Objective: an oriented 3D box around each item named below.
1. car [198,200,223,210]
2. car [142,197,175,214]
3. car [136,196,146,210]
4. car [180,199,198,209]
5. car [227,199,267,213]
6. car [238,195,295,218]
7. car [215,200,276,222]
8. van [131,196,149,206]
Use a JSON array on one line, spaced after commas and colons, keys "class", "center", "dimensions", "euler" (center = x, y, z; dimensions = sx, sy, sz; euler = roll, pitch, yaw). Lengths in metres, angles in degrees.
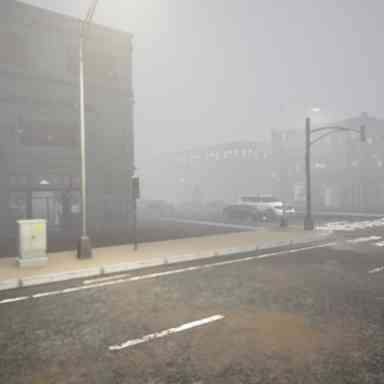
[{"class": "car", "center": [3.147, 1.659, 43.352], "dimensions": [1.802, 1.307, 4.206], "euler": [-2, 1, -35]}, {"class": "car", "center": [-3.685, 1.676, 38.494], "dimensions": [1.967, 1.590, 4.097], "euler": [-2, 1, -35]}, {"class": "car", "center": [-5.815, 1.746, 46.003], "dimensions": [1.882, 1.535, 5.008], "euler": [-1, 0, -35]}, {"class": "car", "center": [-0.059, 1.721, 47.863], "dimensions": [1.802, 1.307, 4.206], "euler": [-2, 1, -35]}, {"class": "car", "center": [6.353, 1.564, 38.841], "dimensions": [2.008, 1.369, 4.403], "euler": [-2, 1, -35]}, {"class": "car", "center": [6.230, 1.251, 29.025], "dimensions": [2.150, 2.045, 5.566], "euler": [-1, 0, -35]}, {"class": "car", "center": [4.260, 1.645, 27.114], "dimensions": [1.947, 1.339, 4.313], "euler": [-2, 1, -35]}, {"class": "van", "center": [-9.688, 1.663, 61.396], "dimensions": [1.690, 1.788, 3.998], "euler": [-2, 1, -35]}]
